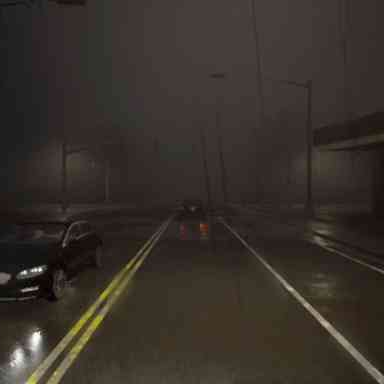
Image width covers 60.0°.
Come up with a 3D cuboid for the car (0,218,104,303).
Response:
[{"bbox_3d":[-3.593,1.453,8.301,2.128,1.511,4.902,0,0,0],"label":"car"}]

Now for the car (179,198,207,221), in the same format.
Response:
[{"bbox_3d":[0.080,1.232,26.006,2.097,1.767,4.553,0,0,0],"label":"car"}]
